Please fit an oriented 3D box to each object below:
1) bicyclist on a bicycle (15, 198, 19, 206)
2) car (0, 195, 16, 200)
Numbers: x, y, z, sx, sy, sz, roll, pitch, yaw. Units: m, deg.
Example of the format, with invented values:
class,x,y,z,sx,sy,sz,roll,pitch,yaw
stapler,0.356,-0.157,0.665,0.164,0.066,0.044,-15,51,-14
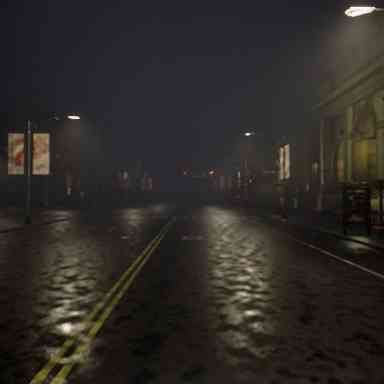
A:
class,x,y,z,sx,sy,sz,roll,pitch,yaw
bicyclist on a bicycle,-34.219,1.915,65.082,0.582,1.620,1.656,0,0,0
car,-46.017,2.081,80.605,4.674,1.452,2.002,0,-1,0
